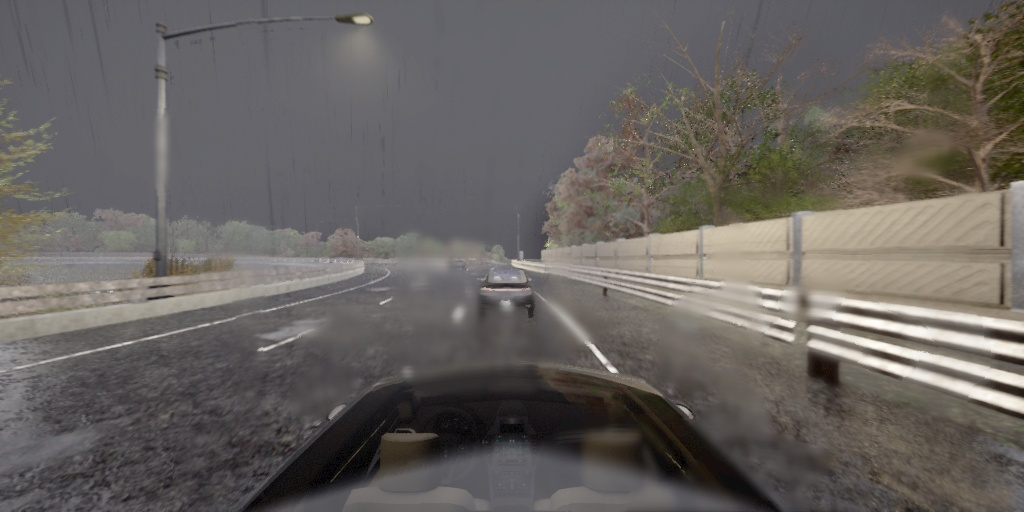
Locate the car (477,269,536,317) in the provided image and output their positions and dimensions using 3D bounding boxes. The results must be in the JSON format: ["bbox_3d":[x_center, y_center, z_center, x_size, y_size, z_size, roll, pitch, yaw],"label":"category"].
[{"bbox_3d":[-0.239,1.230,13.096,2.128,1.511,4.902,0,0,-2],"label":"car"}]

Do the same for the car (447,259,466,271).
[{"bbox_3d":[-7.532,1.190,48.674,2.128,1.511,4.902,0,0,-21],"label":"car"}]
